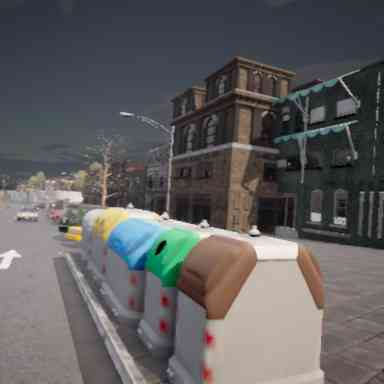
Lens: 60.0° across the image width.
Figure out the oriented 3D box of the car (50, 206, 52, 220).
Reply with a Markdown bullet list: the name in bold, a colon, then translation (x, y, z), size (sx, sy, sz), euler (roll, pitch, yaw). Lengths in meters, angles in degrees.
- **car**: translation (-10.411, 2.352, 31.385), size (2.185, 1.767, 4.553), euler (0, -5, 45)

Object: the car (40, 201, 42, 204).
- **car**: translation (-29.679, 3.319, 72.204), size (2.185, 1.767, 4.553), euler (0, -5, 43)

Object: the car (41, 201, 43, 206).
- **car**: translation (-19.282, 2.689, 50.483), size (2.435, 2.045, 5.566), euler (0, -5, 45)

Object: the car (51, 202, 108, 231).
- **car**: translation (-5.280, 1.956, 20.494), size (5.566, 2.045, 2.435), euler (7, -5, -45)

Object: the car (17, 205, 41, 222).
- **car**: translation (-17.578, 2.413, 35.669), size (1.895, 1.301, 4.718), euler (4, -3, -25)

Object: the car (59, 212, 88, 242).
- **car**: translation (-3.908, 2.136, 17.847), size (1.946, 1.575, 5.366), euler (0, -5, 45)

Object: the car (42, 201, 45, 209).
- **car**: translation (-14.211, 2.423, 39.555), size (2.435, 2.045, 5.566), euler (1, -4, 45)

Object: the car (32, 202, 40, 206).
- **car**: translation (-22.358, 2.530, 45.795), size (1.882, 1.535, 5.008), euler (4, -3, -25)

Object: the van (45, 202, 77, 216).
- **van**: translation (-21.931, 2.832, 55.817), size (1.878, 1.987, 4.442), euler (1, -4, 45)

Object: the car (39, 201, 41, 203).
- **car**: translation (-32.369, 3.564, 77.616), size (2.097, 1.535, 5.008), euler (0, -5, 43)

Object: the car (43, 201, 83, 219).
- **car**: translation (-11.662, 2.293, 34.110), size (2.435, 2.045, 5.566), euler (1, -4, 45)

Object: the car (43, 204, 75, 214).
- **car**: translation (-25.600, 3.273, 64.197), size (1.946, 1.575, 5.366), euler (0, -5, 44)

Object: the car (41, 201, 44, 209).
- **car**: translation (-16.731, 2.558, 45.045), size (2.435, 2.045, 5.566), euler (0, -5, 45)
